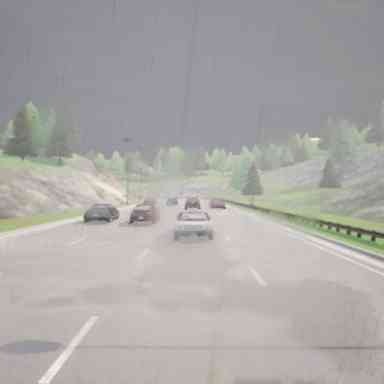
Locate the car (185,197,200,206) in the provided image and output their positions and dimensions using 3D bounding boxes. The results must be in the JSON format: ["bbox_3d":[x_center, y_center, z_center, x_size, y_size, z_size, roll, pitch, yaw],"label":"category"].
[{"bbox_3d":[0.079,1.427,45.568,2.097,1.767,4.553,0,0,0],"label":"car"}]

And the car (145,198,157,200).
[{"bbox_3d":[-6.924,1.658,55.650,1.994,1.385,4.181,0,0,0],"label":"car"}]

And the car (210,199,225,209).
[{"bbox_3d":[3.577,1.639,47.219,1.994,1.385,4.181,0,0,0],"label":"car"}]

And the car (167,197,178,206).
[{"bbox_3d":[-3.426,1.589,58.697,2.128,1.511,4.902,0,0,0],"label":"car"}]

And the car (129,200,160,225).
[{"bbox_3d":[-3.415,1.568,24.532,1.812,1.442,4.674,0,0,0],"label":"car"}]

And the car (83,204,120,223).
[{"bbox_3d":[-6.912,1.609,25.840,1.994,1.385,4.181,0,0,0],"label":"car"}]

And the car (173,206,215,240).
[{"bbox_3d":[0.089,1.629,17.226,1.895,1.301,4.718,0,0,0],"label":"car"}]
